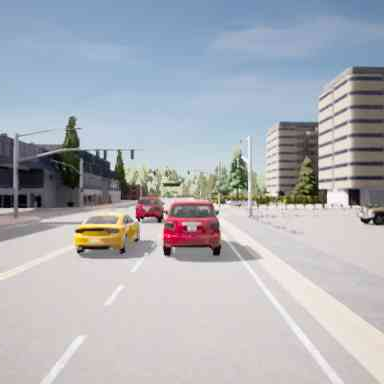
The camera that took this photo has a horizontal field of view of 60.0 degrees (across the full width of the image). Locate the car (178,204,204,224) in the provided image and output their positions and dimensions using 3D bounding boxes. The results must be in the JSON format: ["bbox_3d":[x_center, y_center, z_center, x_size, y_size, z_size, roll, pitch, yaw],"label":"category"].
[{"bbox_3d":[-0.115,1.829,29.088,2.033,1.411,5.357,0,-1,-1],"label":"car"}]

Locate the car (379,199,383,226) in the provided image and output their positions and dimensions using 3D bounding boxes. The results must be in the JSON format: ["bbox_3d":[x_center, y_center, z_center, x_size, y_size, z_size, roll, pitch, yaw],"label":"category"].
[{"bbox_3d":[14.291,1.358,20.742,3.866,1.878,1.905,0,-1,-2],"label":"car"}]

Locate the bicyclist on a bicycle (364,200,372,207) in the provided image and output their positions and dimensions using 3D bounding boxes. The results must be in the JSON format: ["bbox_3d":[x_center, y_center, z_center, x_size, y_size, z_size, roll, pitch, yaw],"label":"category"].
[{"bbox_3d":[17.945,1.631,33.911,0.582,1.620,1.656,0,-1,-2],"label":"bicyclist on a bicycle"}]

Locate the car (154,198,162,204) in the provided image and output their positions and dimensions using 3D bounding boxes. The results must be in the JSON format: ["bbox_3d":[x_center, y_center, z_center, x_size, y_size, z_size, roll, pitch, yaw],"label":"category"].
[{"bbox_3d":[-8.887,2.369,87.846,1.812,1.442,4.674,0,-1,-2],"label":"car"}]

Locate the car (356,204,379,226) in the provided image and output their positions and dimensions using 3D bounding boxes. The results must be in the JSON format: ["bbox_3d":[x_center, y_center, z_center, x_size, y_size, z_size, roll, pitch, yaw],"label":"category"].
[{"bbox_3d":[14.271,1.383,23.637,4.605,1.855,1.932,0,-1,-2],"label":"car"}]

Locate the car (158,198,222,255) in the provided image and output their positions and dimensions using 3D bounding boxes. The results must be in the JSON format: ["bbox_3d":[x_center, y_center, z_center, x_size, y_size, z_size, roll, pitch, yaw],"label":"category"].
[{"bbox_3d":[0.002,1.353,14.003,2.150,2.045,5.566,0,0,0],"label":"car"}]

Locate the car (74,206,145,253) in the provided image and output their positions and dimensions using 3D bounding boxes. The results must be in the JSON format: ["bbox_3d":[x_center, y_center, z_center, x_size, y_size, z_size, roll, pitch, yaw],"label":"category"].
[{"bbox_3d":[-3.493,1.618,14.456,1.882,1.535,5.008,0,0,0],"label":"car"}]

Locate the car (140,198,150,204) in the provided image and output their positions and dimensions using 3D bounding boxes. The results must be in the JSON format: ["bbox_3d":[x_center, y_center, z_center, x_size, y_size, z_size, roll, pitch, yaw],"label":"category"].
[{"bbox_3d":[-12.386,2.396,87.754,1.994,1.385,4.181,0,-1,-2],"label":"car"}]

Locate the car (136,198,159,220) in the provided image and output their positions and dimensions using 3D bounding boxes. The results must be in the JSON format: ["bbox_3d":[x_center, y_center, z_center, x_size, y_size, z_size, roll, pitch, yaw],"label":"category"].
[{"bbox_3d":[-3.630,1.498,29.052,2.150,2.045,5.566,0,0,-1],"label":"car"}]
